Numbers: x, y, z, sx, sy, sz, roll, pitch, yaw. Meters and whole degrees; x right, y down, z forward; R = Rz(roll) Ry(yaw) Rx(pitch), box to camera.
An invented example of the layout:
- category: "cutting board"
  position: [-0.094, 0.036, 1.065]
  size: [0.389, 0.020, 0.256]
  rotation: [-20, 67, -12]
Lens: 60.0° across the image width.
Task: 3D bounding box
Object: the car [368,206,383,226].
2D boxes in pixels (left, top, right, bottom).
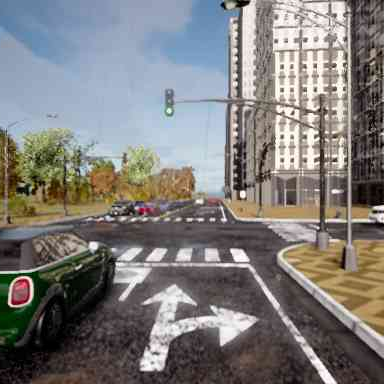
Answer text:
- category: "car"
  position: [14.772, 1.269, 21.907]
  size: [5.566, 2.045, 2.150]
  rotation: [0, 0, 5]

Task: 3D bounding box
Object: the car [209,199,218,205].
- category: "car"
  position: [5.057, 2.292, 77.736]
  size: [1.994, 1.385, 4.181]
  rotation: [0, -1, 4]

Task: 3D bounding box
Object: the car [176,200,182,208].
- category: "car"
  position: [-2.937, 2.117, 59.500]
  size: [1.994, 1.385, 4.181]
  rotation: [0, 0, 5]

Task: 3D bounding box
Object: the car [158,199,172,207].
- category: "car"
  position: [-5.444, 2.188, 68.363]
  size: [2.033, 1.411, 5.357]
  rotation: [0, -1, 4]

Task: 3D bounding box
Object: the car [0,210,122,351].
- category: "car"
  position: [-3.000, 1.412, 6.489]
  size: [2.097, 1.767, 4.553]
  rotation: [0, -1, 1]

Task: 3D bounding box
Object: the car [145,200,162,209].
- category: "car"
  position: [-6.455, 2.085, 56.307]
  size: [1.994, 1.385, 4.181]
  rotation: [0, -1, 4]

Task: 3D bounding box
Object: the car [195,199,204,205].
- category: "car"
  position: [1.821, 2.265, 78.052]
  size: [1.812, 1.442, 4.674]
  rotation: [0, -1, 4]

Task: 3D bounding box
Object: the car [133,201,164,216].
- category: "car"
  position: [-4.717, 1.937, 36.750]
  size: [1.895, 1.301, 4.718]
  rotation: [0, -1, 4]

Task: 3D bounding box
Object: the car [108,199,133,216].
- category: "car"
  position: [-7.913, 1.694, 37.559]
  size: [2.097, 1.767, 4.553]
  rotation: [0, -1, 4]

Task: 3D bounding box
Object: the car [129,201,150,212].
- category: "car"
  position: [-7.231, 1.951, 46.383]
  size: [1.812, 1.442, 4.674]
  rotation: [0, 0, 4]

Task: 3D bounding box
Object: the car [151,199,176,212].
- category: "car"
  position: [-3.960, 1.780, 46.515]
  size: [2.097, 1.767, 4.553]
  rotation: [0, 0, 4]
